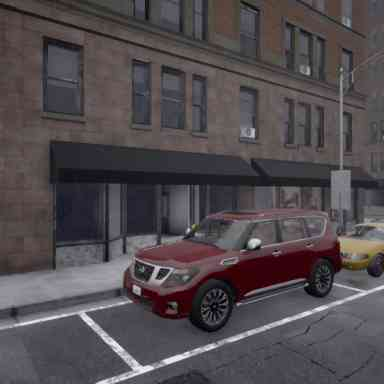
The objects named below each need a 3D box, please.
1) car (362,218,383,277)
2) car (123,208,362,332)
[{"bbox_3d":[5.612,1.525,10.200,4.829,1.417,1.752,0,0,-35],"label":"car"},{"bbox_3d":[1.127,1.315,7.003,5.009,1.841,2.192,0,0,-35],"label":"car"}]
